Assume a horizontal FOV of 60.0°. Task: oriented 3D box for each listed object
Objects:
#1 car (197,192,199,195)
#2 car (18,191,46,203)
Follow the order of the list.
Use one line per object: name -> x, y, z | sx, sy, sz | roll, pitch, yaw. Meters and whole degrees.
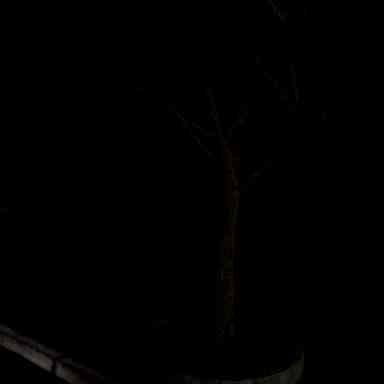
car -> 2.749, 0.934, 70.019 | 2.150, 2.045, 5.566 | 1, 0, 32
car -> -20.034, 0.922, 40.728 | 2.150, 2.045, 5.566 | 1, 0, 32
